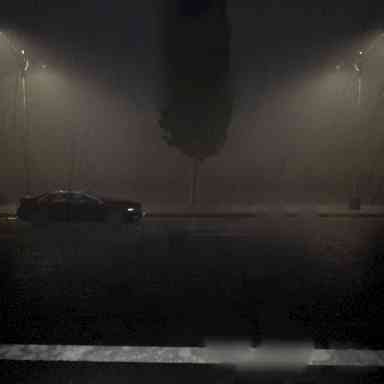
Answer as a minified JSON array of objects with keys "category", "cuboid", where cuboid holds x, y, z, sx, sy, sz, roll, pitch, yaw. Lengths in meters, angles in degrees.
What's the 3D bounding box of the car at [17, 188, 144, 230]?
[{"category":"car","cuboid":[-4.429,0.620,13.499,4.902,1.511,2.128,0,4,0]}]
